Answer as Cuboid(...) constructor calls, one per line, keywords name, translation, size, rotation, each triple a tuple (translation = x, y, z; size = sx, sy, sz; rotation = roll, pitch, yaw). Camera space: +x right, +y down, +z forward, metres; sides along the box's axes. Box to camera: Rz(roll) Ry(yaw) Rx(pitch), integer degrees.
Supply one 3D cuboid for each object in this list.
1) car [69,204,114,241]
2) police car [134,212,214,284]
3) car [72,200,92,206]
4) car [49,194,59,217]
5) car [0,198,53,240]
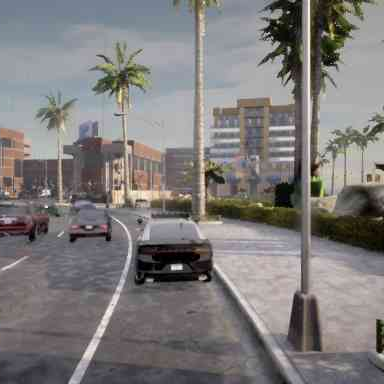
Cuboid(name="car", translation=(-4.954, 1.544, 16.616), size=(2.033, 1.411, 5.357), rotation=(0, 0, -13))
Cuboid(name="police car", translation=(-0.655, 1.424, 9.771), size=(1.930, 1.638, 5.238), rotation=(0, 0, -7))
Cuboid(name="car", translation=(-10.871, 1.516, 33.092), size=(1.812, 1.442, 4.674), rotation=(0, 0, -28))
Cuboid(name="car", translation=(-13.811, 1.339, 31.180), size=(2.097, 1.767, 4.553), rotation=(0, 0, -28))
Cuboid(name="car", translation=(-8.611, 1.344, 16.744), size=(2.097, 1.767, 4.553), rotation=(0, 0, -14))
